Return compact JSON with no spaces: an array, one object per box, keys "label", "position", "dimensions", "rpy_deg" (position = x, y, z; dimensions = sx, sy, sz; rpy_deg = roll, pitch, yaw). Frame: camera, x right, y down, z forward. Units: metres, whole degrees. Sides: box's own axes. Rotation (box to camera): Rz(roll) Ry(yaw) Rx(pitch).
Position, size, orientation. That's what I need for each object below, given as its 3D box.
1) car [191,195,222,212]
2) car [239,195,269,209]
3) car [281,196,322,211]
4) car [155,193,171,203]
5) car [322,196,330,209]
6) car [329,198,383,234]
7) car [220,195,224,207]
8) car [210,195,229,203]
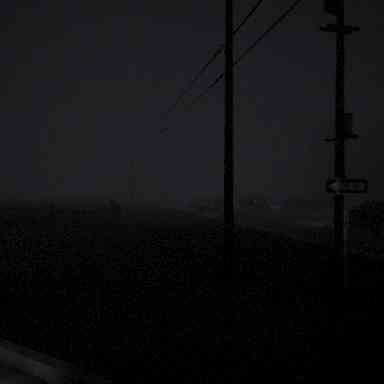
[{"label":"car","position":[1.229,1.287,35.683],"dimensions":[1.812,1.442,4.674],"rpy_deg":[0,0,-16]},{"label":"car","position":[7.344,1.092,39.719],"dimensions":[2.097,1.767,4.553],"rpy_deg":[0,0,-16]},{"label":"car","position":[11.749,1.253,37.105],"dimensions":[2.128,1.511,4.902],"rpy_deg":[0,0,-16]},{"label":"car","position":[-5.037,0.964,57.245],"dimensions":[2.097,1.767,4.553],"rpy_deg":[0,0,-16]},{"label":"car","position":[14.853,1.256,38.967],"dimensions":[1.837,1.490,4.892],"rpy_deg":[0,0,-16]},{"label":"car","position":[10.001,1.239,18.034],"dimensions":[2.097,1.767,4.553],"rpy_deg":[0,0,-16]},{"label":"car","position":[3.274,1.327,41.186],"dimensions":[1.895,1.301,4.718],"rpy_deg":[0,0,-16]},{"label":"car","position":[4.998,1.200,60.338],"dimensions":[1.895,1.301,4.718],"rpy_deg":[0,0,-16]}]
